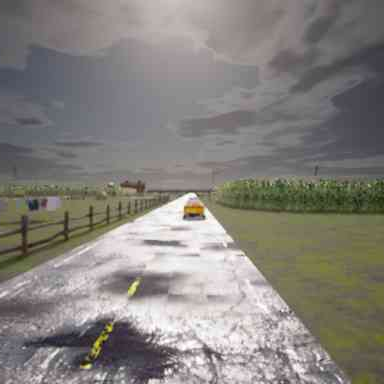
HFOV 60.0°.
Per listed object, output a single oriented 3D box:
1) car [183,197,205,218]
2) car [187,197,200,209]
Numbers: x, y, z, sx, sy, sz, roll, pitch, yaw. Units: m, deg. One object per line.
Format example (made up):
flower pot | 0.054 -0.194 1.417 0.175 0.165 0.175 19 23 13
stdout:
car | 0.165 1.456 30.446 1.882 1.535 5.008 0 0 0
car | 0.198 1.477 46.545 1.837 1.490 4.892 0 0 0
